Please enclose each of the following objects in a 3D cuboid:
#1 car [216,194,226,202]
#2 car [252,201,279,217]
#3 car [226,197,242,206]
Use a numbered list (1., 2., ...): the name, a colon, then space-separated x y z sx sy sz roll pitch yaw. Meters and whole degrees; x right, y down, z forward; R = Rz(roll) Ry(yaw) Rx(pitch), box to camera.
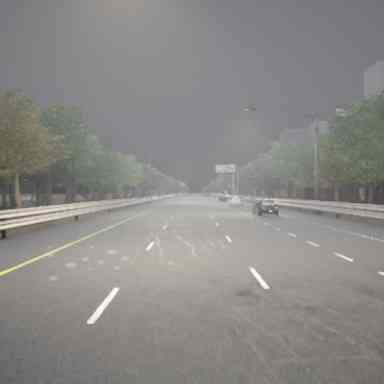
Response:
1. car: 7.319 1.556 79.409 1.882 1.535 5.008 0 0 0
2. car: 7.045 1.555 32.081 1.812 1.442 4.674 0 0 0
3. car: 7.147 1.583 54.858 1.812 1.442 4.674 0 0 0
